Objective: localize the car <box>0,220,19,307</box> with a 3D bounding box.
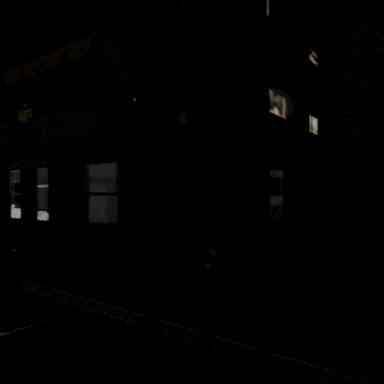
[{"bbox_3d":[-5.421,1.315,6.596,5.009,1.841,2.192,0,0,36],"label":"car"}]
